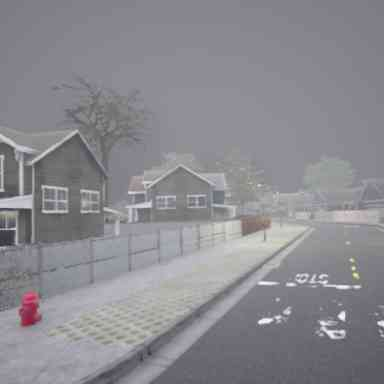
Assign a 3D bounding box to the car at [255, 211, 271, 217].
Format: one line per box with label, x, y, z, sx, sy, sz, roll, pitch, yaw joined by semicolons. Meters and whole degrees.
car;18.149;5.785;83.485;2.150;2.045;5.566;-2;-4;0
